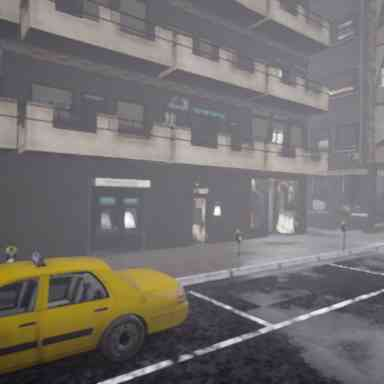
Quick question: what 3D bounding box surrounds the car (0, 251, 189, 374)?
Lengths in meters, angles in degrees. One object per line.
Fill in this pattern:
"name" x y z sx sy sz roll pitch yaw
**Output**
"car" -2.323 1.530 4.388 4.829 1.417 1.752 1 0 -35
